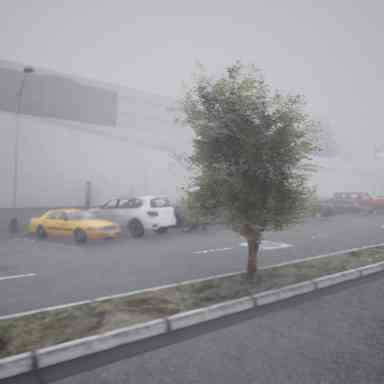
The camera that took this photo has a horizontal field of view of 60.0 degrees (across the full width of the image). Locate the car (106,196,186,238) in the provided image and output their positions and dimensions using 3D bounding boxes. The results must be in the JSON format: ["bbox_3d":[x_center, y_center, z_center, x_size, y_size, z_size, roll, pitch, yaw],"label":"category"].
[{"bbox_3d":[-3.413,1.236,17.840,5.566,2.045,2.435,-1,0,35],"label":"car"}]

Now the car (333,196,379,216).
[{"bbox_3d":[13.760,1.365,29.999,4.792,1.488,2.163,-1,-1,35],"label":"car"}]

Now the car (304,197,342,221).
[{"bbox_3d":[8.848,1.393,26.525,5.008,1.535,2.097,-1,0,35],"label":"car"}]

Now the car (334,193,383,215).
[{"bbox_3d":[16.202,1.058,31.743,5.566,2.045,2.435,-1,-1,35],"label":"car"}]

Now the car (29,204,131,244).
[{"bbox_3d":[-5.681,1.487,15.979,5.366,1.575,1.946,-1,-1,35],"label":"car"}]

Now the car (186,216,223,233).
[{"bbox_3d":[-0.967,1.506,19.578,4.792,1.488,2.163,-1,0,35],"label":"car"}]
